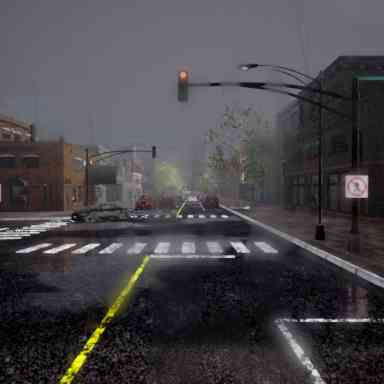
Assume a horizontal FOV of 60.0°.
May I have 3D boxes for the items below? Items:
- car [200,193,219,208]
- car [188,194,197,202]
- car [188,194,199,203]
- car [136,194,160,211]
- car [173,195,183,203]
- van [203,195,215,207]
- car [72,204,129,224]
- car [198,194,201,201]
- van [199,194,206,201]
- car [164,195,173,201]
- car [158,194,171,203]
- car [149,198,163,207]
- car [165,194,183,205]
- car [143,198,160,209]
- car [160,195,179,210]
[{"bbox_3d":[2.709,1.303,46.927,2.192,1.841,5.009,-1,0,0],"label":"car"},{"bbox_3d":[0.039,1.334,79.249,2.097,1.767,4.553,0,0,0],"label":"car"},{"bbox_3d":[0.131,1.507,69.111,1.812,1.442,4.674,0,0,0],"label":"car"},{"bbox_3d":[-5.674,1.305,41.386,2.192,1.841,5.009,-1,0,0],"label":"car"},{"bbox_3d":[-2.968,1.453,69.500,1.882,1.535,5.008,0,0,0],"label":"car"},{"bbox_3d":[2.712,1.328,52.471,1.690,1.788,3.998,-1,0,0],"label":"van"},{"bbox_3d":[-6.979,1.604,25.505,4.181,1.385,1.994,-1,1,-41],"label":"car"},{"bbox_3d":[2.719,1.534,63.559,2.008,1.369,4.403,-1,0,0],"label":"car"},{"bbox_3d":[2.728,1.317,85.735,1.690,1.788,3.998,-1,0,0],"label":"van"},{"bbox_3d":[-5.654,1.523,80.195,1.887,1.381,4.507,-1,0,0],"label":"car"},{"bbox_3d":[-5.661,1.297,69.107,2.192,1.841,5.009,-1,0,0],"label":"car"},{"bbox_3d":[-5.667,1.569,52.475,1.802,1.307,4.206,-1,0,0],"label":"car"},{"bbox_3d":[-3.002,1.478,56.321,2.128,1.511,4.902,0,0,1],"label":"car"},{"bbox_3d":[-5.670,1.533,46.930,1.887,1.381,4.507,-1,0,0],"label":"car"},{"bbox_3d":[-3.069,1.467,41.971,1.882,1.535,5.008,0,0,0],"label":"car"}]
